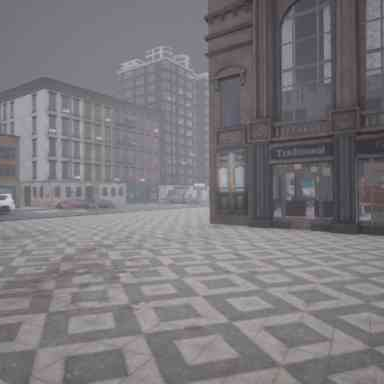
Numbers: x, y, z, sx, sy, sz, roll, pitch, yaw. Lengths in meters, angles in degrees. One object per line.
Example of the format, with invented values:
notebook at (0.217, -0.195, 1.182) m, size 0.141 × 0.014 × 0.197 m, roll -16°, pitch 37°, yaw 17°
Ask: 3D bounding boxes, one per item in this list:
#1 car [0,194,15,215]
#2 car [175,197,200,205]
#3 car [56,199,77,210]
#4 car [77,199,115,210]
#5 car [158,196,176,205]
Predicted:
car at (-19.656, 1.215, 31.177) m, size 2.150 × 2.045 × 5.566 m, roll -1°, pitch 0°, yaw 37°
car at (-0.368, 1.490, 57.971) m, size 1.994 × 1.385 × 4.181 m, roll -1°, pitch 0°, yaw 36°
car at (-15.325, 1.560, 42.824) m, size 1.994 × 1.385 × 4.181 m, roll -1°, pitch 0°, yaw 36°
car at (-11.810, 1.530, 42.156) m, size 1.994 × 1.385 × 4.181 m, roll -1°, pitch 0°, yaw 36°
car at (-3.897, 1.449, 58.655) m, size 2.128 × 1.511 × 4.902 m, roll -1°, pitch 0°, yaw 36°
